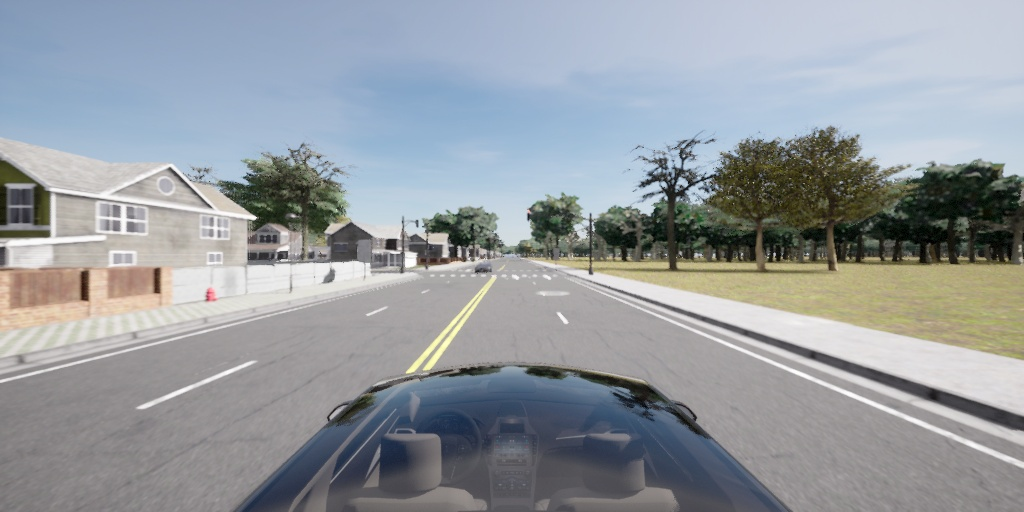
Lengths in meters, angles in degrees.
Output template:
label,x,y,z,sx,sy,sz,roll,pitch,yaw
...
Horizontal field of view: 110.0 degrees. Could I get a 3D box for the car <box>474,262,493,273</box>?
label,x,y,z,sx,sy,sz,roll,pitch,yaw
car,-3.236,1.337,41.810,1.994,1.385,4.181,0,0,0
